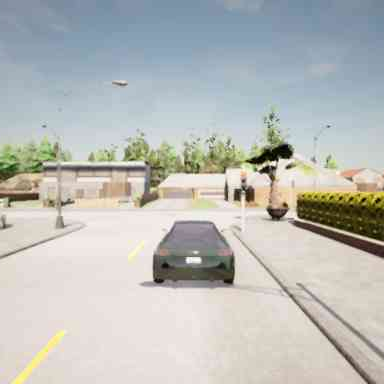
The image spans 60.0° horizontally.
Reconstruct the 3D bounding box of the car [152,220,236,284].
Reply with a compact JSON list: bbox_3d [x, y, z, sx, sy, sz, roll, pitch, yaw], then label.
[{"bbox_3d":[0.055,1.451,9.294,1.994,1.385,4.181,0,1,1],"label":"car"}]

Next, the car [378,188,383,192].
[{"bbox_3d":[37.986,0.179,66.426,1.905,1.878,3.866,0,1,0],"label":"car"}]
